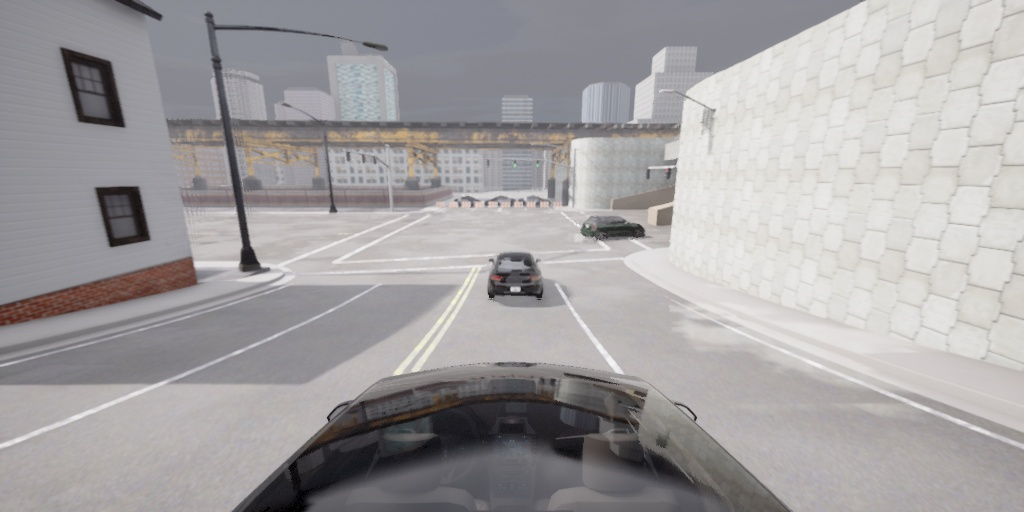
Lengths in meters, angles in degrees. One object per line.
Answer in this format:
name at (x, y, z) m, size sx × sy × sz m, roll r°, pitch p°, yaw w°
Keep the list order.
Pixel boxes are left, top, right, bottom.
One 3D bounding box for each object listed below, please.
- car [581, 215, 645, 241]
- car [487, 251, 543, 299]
car at (7.457, -2.221, 26.296) m, size 4.553 × 1.767 × 2.097 m, roll -4°, pitch 14°, yaw -16°
car at (0.109, 0.550, 13.131) m, size 1.812 × 1.442 × 4.674 m, roll 0°, pitch 7°, yaw 0°
